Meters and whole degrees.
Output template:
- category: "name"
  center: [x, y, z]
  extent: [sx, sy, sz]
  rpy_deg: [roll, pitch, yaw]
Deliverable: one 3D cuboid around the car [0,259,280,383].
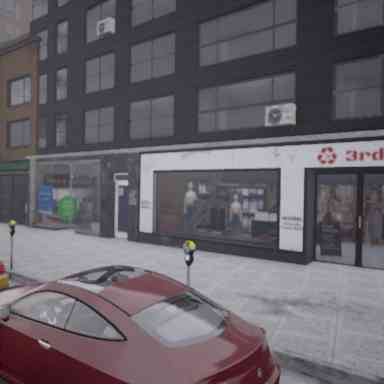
- category: "car"
  center: [-1.116, 1.548, 3.865]
  extent: [4.206, 1.307, 1.802]
  rpy_deg: [1, 1, 35]
